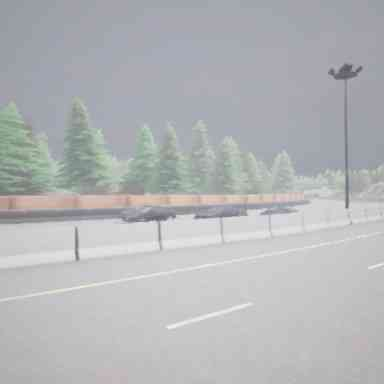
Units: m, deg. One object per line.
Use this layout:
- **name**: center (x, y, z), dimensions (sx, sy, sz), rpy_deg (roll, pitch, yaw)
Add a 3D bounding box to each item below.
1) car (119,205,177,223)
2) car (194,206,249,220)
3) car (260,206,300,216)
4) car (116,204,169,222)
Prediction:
- **car**: center (-3.401, 1.903, 28.078), dimensions (4.674, 1.442, 1.812), rpy_deg (0, -1, -41)
- **car**: center (2.650, 1.882, 28.714), dimensions (5.357, 1.411, 2.033), rpy_deg (0, -1, -42)
- **car**: center (7.594, 1.856, 28.571), dimensions (4.181, 1.385, 1.994), rpy_deg (0, -1, -44)
- **car**: center (-4.656, 1.957, 31.609), dimensions (4.674, 1.442, 1.812), rpy_deg (0, -1, -41)
